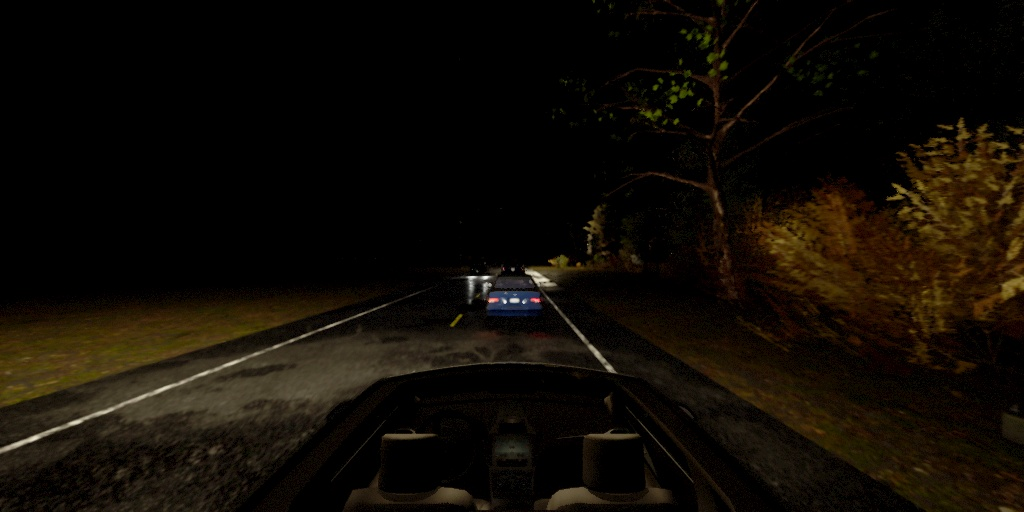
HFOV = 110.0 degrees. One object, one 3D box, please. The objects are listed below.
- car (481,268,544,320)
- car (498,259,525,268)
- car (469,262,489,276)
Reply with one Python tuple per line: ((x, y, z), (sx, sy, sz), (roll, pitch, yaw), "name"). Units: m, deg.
((0.082, 1.335, 12.828), (2.033, 1.411, 5.357), (0, 0, 0), "car")
((0.084, 1.204, 32.688), (2.097, 1.767, 4.553), (0, 0, 0), "car")
((-3.606, 1.382, 39.798), (1.837, 1.490, 4.892), (0, -1, 0), "car")
